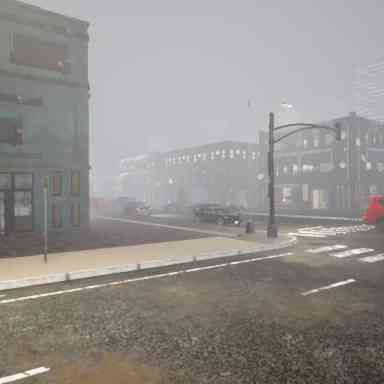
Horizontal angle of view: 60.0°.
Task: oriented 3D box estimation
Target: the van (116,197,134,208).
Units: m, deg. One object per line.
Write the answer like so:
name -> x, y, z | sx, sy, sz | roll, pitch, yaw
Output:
van -> -12.048, 1.904, 59.706 | 1.690, 1.788, 3.998 | -1, 0, -35

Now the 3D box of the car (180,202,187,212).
car -> 0.782, 1.901, 41.659 | 1.802, 1.307, 4.206 | -2, 0, -35

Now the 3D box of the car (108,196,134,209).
car -> -11.061, 1.752, 53.858 | 2.150, 2.045, 5.566 | -1, 0, -35

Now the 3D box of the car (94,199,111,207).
car -> -18.456, 2.225, 68.730 | 1.887, 1.381, 4.507 | -1, 0, -35

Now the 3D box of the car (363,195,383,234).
car -> 12.249, 1.218, 17.771 | 5.566, 2.045, 2.150 | 0, 0, 37

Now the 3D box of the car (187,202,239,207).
car -> 1.989, 1.739, 29.975 | 1.882, 1.535, 5.008 | -1, -1, -35

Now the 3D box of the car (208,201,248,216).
car -> 3.987, 1.807, 37.146 | 2.008, 1.369, 4.403 | -2, 0, -35

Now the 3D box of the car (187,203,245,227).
car -> 1.890, 1.813, 25.421 | 1.947, 1.339, 4.313 | -2, 0, -35

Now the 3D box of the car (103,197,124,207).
car -> -15.255, 1.937, 64.218 | 2.192, 1.841, 5.009 | -1, 0, -35

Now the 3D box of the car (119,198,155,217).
car -> -6.052, 1.845, 36.802 | 1.967, 1.590, 4.097 | -1, 0, -35

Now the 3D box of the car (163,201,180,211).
car -> -2.424, 1.963, 46.170 | 1.802, 1.307, 4.206 | -2, 0, -35

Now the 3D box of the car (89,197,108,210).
car -> -15.433, 1.898, 54.663 | 2.150, 2.045, 5.566 | -1, 0, -35
